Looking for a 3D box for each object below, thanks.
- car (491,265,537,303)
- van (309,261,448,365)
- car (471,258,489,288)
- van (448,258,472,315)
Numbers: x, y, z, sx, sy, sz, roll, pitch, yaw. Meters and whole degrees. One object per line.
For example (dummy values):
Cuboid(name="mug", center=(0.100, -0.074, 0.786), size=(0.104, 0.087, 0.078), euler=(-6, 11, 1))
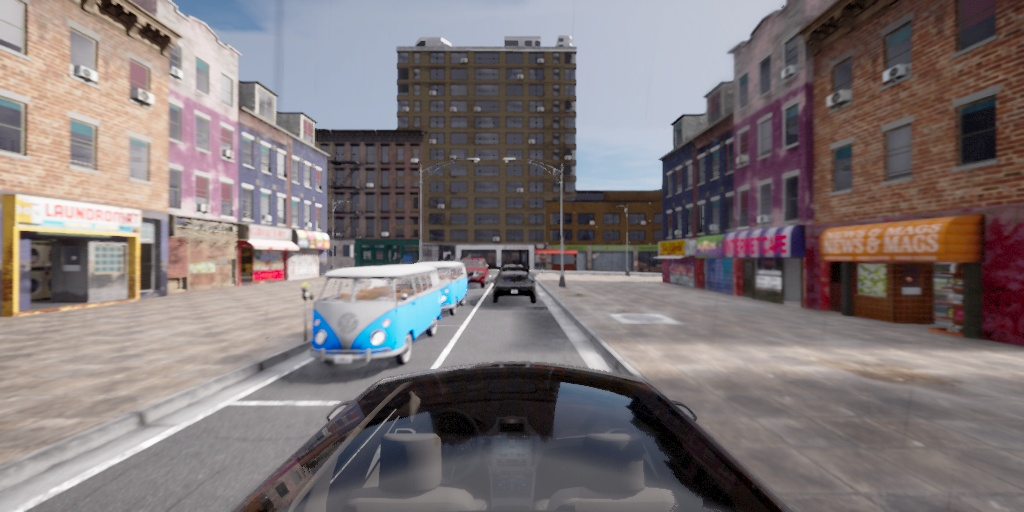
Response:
Cuboid(name="car", center=(0.103, 1.248, 16.726), size=(1.837, 1.490, 4.892), euler=(0, -2, 0))
Cuboid(name="van", center=(-2.635, 1.091, 7.710), size=(1.690, 1.789, 3.998), euler=(0, 0, 0))
Cuboid(name="car", center=(-2.628, 1.061, 24.043), size=(2.192, 1.841, 5.009), euler=(0, 0, 0))
Cuboid(name="van", center=(-2.633, 1.091, 13.154), size=(1.690, 1.789, 3.998), euler=(0, 0, 0))
